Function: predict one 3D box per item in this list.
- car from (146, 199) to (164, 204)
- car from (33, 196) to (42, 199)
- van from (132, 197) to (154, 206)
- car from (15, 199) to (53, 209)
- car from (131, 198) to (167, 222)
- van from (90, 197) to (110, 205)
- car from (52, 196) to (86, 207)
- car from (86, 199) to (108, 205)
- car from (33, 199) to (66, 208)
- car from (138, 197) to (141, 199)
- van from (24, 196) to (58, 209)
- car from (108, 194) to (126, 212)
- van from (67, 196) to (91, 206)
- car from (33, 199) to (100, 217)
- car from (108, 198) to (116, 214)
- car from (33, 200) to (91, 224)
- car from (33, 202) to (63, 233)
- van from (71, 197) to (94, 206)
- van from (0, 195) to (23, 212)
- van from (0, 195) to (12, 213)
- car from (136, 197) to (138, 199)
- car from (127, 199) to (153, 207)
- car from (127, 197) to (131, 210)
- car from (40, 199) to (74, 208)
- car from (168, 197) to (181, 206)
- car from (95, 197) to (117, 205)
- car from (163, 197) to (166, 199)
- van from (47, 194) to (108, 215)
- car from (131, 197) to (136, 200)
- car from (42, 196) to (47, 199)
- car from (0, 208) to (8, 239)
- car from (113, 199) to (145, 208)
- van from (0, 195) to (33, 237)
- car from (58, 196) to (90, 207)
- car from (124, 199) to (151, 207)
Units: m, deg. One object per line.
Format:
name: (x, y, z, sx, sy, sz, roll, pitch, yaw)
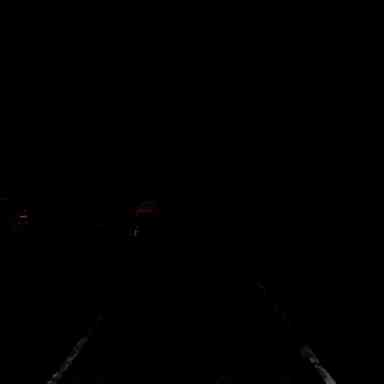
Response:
car: (-10.368, 2.725, 93.711, 4.892, 1.521, 2.231, 0, -2, 0)
car: (-23.398, 1.439, 43.770, 5.566, 2.045, 2.435, 0, -1, 0)
van: (-10.472, 1.979, 71.523, 4.442, 1.987, 1.878, 0, -1, 0)
car: (-23.426, 1.835, 49.429, 4.674, 1.452, 2.002, 0, -1, 0)
car: (-3.372, 1.517, 26.813, 1.882, 1.535, 5.008, 0, 0, 0)
van: (-23.556, 2.271, 85.308, 4.442, 1.987, 1.878, 0, -1, 0)
car: (-23.404, 1.800, 63.283, 5.566, 2.045, 2.435, 0, -1, 0)
car: (-23.467, 2.457, 82.531, 4.792, 1.488, 2.163, 0, -1, 0)
car: (-23.432, 1.935, 54.843, 4.674, 1.452, 2.002, 0, -1, 0)
car: (-10.317, 1.669, 49.315, 4.553, 1.767, 2.185, 0, -1, 0)
van: (-23.546, 1.618, 52.078, 4.442, 1.987, 1.878, 0, -1, 0)
car: (-10.372, 1.287, 35.439, 5.566, 2.045, 2.435, 0, -1, 0)
van: (-23.317, 1.928, 68.822, 4.442, 1.987, 1.878, 0, -1, 0)
car: (-10.344, 1.543, 27.126, 4.674, 1.452, 2.002, 0, 0, 0)
car: (-10.372, 1.546, 32.684, 4.792, 1.488, 2.163, 0, -1, 0)
car: (-10.311, 1.526, 24.348, 4.792, 1.488, 2.163, 0, 0, 0)
car: (-10.344, 1.483, 18.797, 5.008, 1.535, 2.097, 0, 0, 0)
van: (-23.551, 1.979, 71.592, 4.442, 1.987, 1.878, 0, -1, 0)
van: (-23.542, 1.414, 40.999, 4.442, 1.987, 1.878, 0, -1, 0)
van: (-23.541, 1.365, 38.354, 4.442, 1.987, 1.878, 0, -1, 0)
car: (-10.316, 1.617, 46.540, 4.553, 1.767, 2.185, 0, -1, 0)
car: (-10.324, 2.131, 65.967, 4.792, 1.488, 2.163, 0, -1, 0)
car: (-10.348, 1.680, 40.985, 4.674, 1.452, 2.002, 0, -1, 0)
car: (-23.425, 1.949, 57.738, 5.008, 1.535, 2.097, 0, -1, 0)
car: (-3.356, 2.206, 68.906, 1.994, 1.385, 4.181, 0, -1, 0)
car: (-23.470, 2.397, 90.971, 5.566, 2.045, 2.435, 0, -2, 0)
car: (-10.174, 2.494, 85.265, 5.366, 1.575, 1.946, 0, -2, 0)
van: (-10.226, 1.284, 29.903, 4.442, 1.987, 1.878, 0, 0, 0)
car: (-10.341, 1.692, 43.761, 5.008, 1.535, 2.097, 0, -1, 0)
car: (-23.422, 1.744, 46.659, 5.008, 1.535, 2.097, 0, -1, 0)
car: (-10.340, 1.510, 13.245, 4.674, 1.452, 2.002, 0, 0, 0)
car: (-10.344, 1.898, 54.864, 4.892, 1.521, 2.231, 0, -1, 0)
van: (-10.455, 1.251, 16.021, 4.442, 1.987, 1.878, 0, 0, 0)
car: (-23.405, 1.851, 66.053, 5.566, 2.045, 2.435, 0, -1, 0)
car: (-10.323, 2.080, 63.191, 4.792, 1.488, 2.163, 0, -1, 0)
